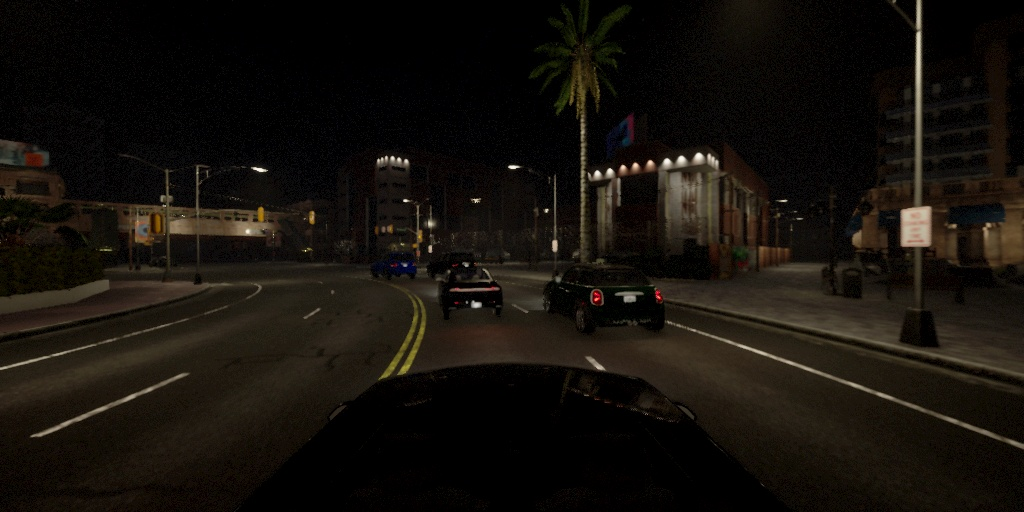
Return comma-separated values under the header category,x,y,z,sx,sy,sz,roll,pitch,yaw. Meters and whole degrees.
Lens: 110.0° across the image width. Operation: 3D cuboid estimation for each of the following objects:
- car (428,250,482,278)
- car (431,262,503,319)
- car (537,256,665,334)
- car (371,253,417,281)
category,x,y,z,sx,sy,sz,roll,pitch,yaw
car,-4.695,0.766,27.799,2.150,2.045,5.566,-1,1,-33
car,-1.583,1.155,12.508,2.128,1.511,4.902,0,1,-14
car,2.405,1.014,10.534,2.097,1.767,4.553,0,1,-10
car,-9.452,0.782,28.496,2.150,2.045,5.566,0,0,-37
